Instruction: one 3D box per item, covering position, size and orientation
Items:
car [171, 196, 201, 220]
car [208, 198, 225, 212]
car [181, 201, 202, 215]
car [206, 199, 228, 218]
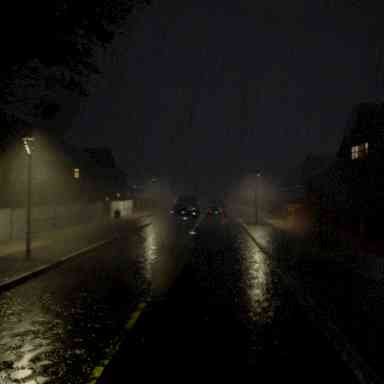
[{"bbox_3d":[-0.525,1.370,30.468,2.150,2.045,5.566,1,0,4],"label":"car"},{"bbox_3d":[3.281,1.656,43.945,2.097,1.767,4.553,1,-1,5],"label":"car"},{"bbox_3d":[0.023,1.774,37.677,1.994,1.385,4.181,1,0,4],"label":"car"},{"bbox_3d":[2.504,1.743,33.275,1.812,1.442,4.674,1,0,6],"label":"car"}]
